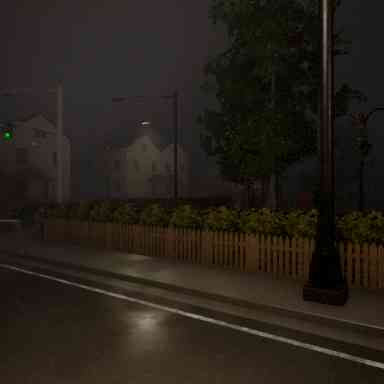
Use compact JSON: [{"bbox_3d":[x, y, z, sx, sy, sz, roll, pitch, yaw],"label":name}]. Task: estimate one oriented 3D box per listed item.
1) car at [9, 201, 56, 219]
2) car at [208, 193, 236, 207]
[{"bbox_3d":[-13.634,1.526,29.413,1.812,1.442,4.674,0,0,35],"label":"car"},{"bbox_3d":[4.330,1.221,48.791,2.150,2.045,5.566,0,0,35],"label":"car"}]
